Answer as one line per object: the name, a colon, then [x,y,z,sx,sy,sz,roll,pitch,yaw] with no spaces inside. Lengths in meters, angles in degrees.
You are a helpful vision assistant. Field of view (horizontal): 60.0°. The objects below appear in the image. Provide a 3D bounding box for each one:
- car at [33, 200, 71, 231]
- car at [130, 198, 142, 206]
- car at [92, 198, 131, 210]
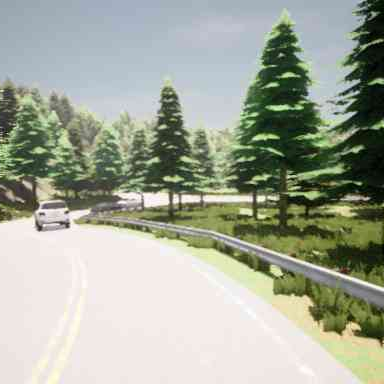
car: [-10.657,1.687,25.287,2.150,2.045,5.566,-3,0,-27]
car: [-9.417,1.596,49.853,1.812,1.442,4.674,2,4,36]
car: [-10.433,1.992,42.164,2.033,1.411,5.357,1,2,25]
